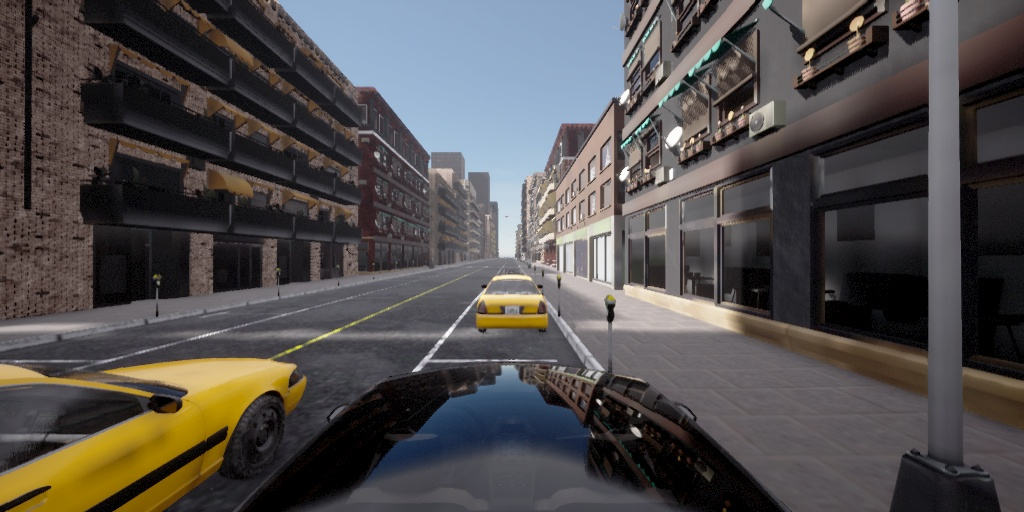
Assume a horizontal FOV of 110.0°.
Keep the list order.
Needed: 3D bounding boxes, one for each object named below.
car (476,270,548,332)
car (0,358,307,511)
[{"bbox_3d":[0.005,1.198,10.689,1.801,1.575,5.366,0,0,0],"label":"car"},{"bbox_3d":[-3.145,1.200,1.690,1.801,1.575,5.366,0,0,0],"label":"car"}]
